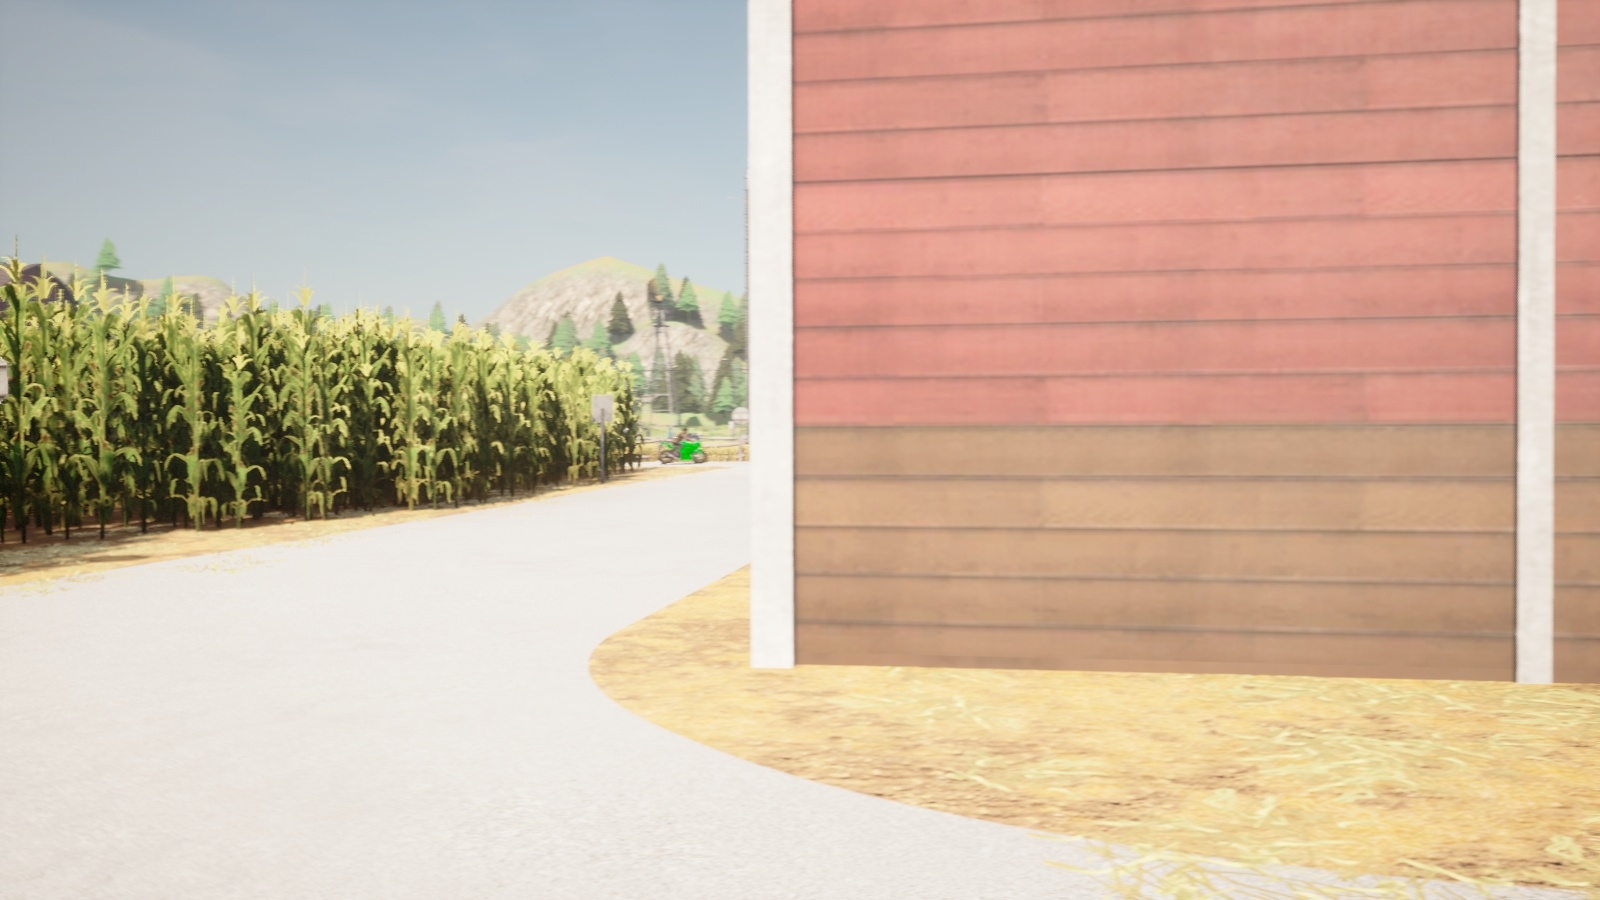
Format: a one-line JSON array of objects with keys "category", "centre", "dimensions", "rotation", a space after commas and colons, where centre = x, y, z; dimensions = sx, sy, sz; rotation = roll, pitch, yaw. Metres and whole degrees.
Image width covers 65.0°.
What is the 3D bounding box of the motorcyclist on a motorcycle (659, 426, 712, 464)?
[{"category": "motorcyclist on a motorcycle", "centre": [-4.668, -0.201, 51.281], "dimensions": [2.044, 1.523, 0.797], "rotation": [0, 0, 5]}]
